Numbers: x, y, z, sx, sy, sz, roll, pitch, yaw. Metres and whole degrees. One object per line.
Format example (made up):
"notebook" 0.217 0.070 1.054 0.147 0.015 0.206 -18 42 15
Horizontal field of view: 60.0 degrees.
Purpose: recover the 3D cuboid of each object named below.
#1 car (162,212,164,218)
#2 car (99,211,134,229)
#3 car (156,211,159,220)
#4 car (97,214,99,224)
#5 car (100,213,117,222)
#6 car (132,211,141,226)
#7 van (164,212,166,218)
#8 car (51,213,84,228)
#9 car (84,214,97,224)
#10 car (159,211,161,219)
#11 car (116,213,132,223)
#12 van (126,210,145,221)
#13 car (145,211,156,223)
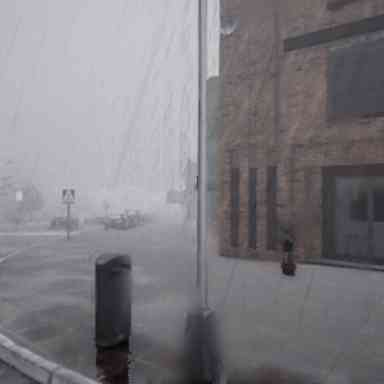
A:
"car" -8.866 5.677 82.318 2.435 2.045 5.566 0 -4 -2
"car" -7.362 2.922 32.720 2.002 1.452 4.674 2 -4 -2
"car" -8.372 4.791 65.839 2.185 1.767 4.553 0 -4 -2
"car" -10.906 3.661 45.277 2.128 1.511 4.902 0 -4 -1
"car" -14.519 4.471 57.978 1.812 1.442 4.674 0 -4 -2
"car" -7.543 3.248 38.204 2.163 1.488 4.792 0 -4 -2
"van" -9.202 6.393 93.554 1.878 1.987 4.442 0 -4 -2
"car" -13.844 3.130 36.472 1.837 1.490 4.892 0 -3 -2
"car" -14.229 3.897 48.275 2.033 1.411 5.357 0 -4 -2
"car" -8.538 5.257 71.369 2.231 1.521 4.892 0 -4 -2
"car" -11.286 4.297 55.414 1.837 1.490 4.892 0 -4 -2
"van" -7.712 3.337 43.818 1.878 1.987 4.442 0 -4 -2
"car" -8.207 4.452 60.326 2.185 1.767 4.553 0 -4 -2
